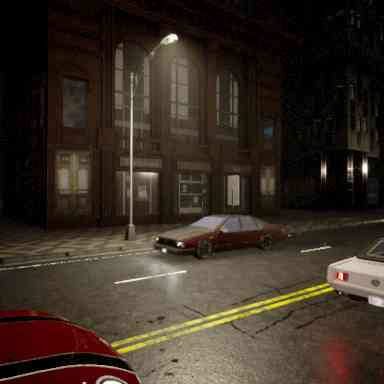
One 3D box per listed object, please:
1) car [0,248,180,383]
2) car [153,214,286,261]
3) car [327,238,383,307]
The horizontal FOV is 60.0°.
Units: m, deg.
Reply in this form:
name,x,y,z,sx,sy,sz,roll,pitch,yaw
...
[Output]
name,x,y,z,sx,sy,sz,roll,pitch,yaw
car,-2.431,1.352,1.705,4.553,1.767,2.097,0,0,-36
car,1.250,1.547,12.566,5.357,1.411,2.033,0,0,-36
car,5.003,1.600,7.008,4.718,1.301,1.895,0,0,-35
